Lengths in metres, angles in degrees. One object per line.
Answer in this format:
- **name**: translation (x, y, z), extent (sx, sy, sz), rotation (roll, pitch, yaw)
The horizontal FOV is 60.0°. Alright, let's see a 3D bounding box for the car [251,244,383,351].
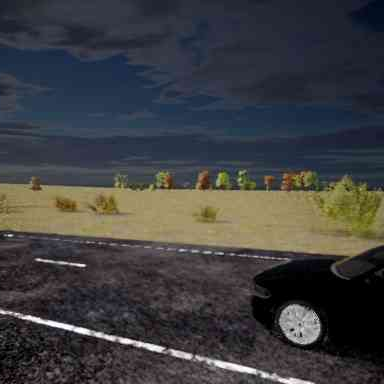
- **car**: translation (3.347, 1.440, 4.747), extent (5.008, 1.535, 1.882), rotation (0, 0, 26)
